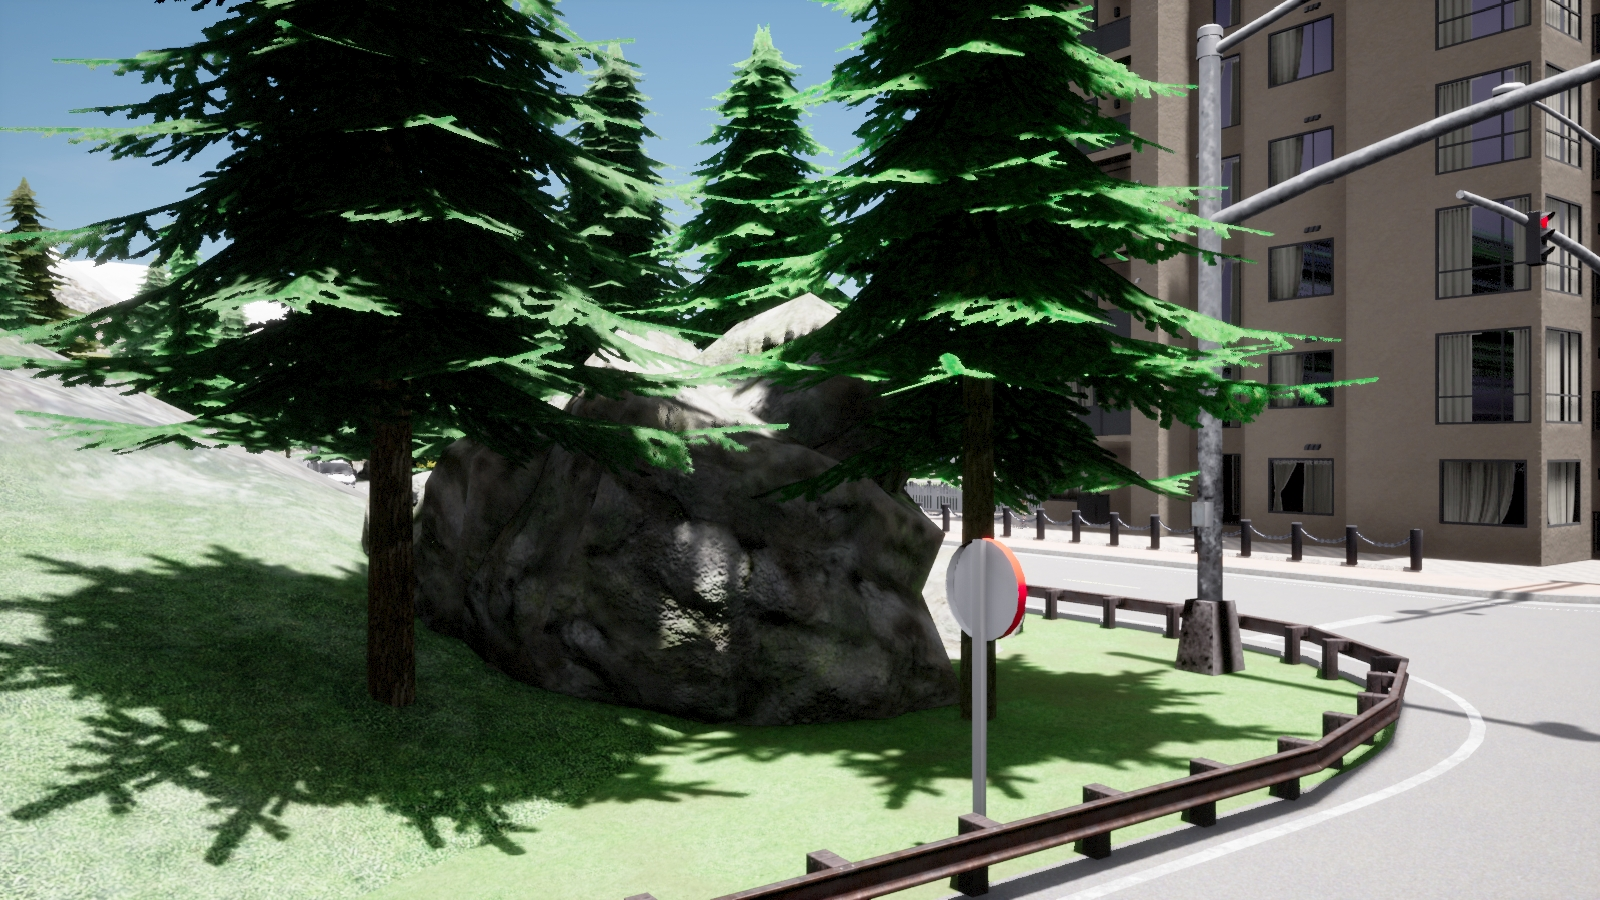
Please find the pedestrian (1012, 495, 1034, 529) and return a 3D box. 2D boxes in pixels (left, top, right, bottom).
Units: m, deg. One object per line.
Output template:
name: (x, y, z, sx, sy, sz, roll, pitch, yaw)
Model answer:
pedestrian: (7.364, 2.040, 37.772, 0.500, 1.100, 0.500, 0, 0, -32)
